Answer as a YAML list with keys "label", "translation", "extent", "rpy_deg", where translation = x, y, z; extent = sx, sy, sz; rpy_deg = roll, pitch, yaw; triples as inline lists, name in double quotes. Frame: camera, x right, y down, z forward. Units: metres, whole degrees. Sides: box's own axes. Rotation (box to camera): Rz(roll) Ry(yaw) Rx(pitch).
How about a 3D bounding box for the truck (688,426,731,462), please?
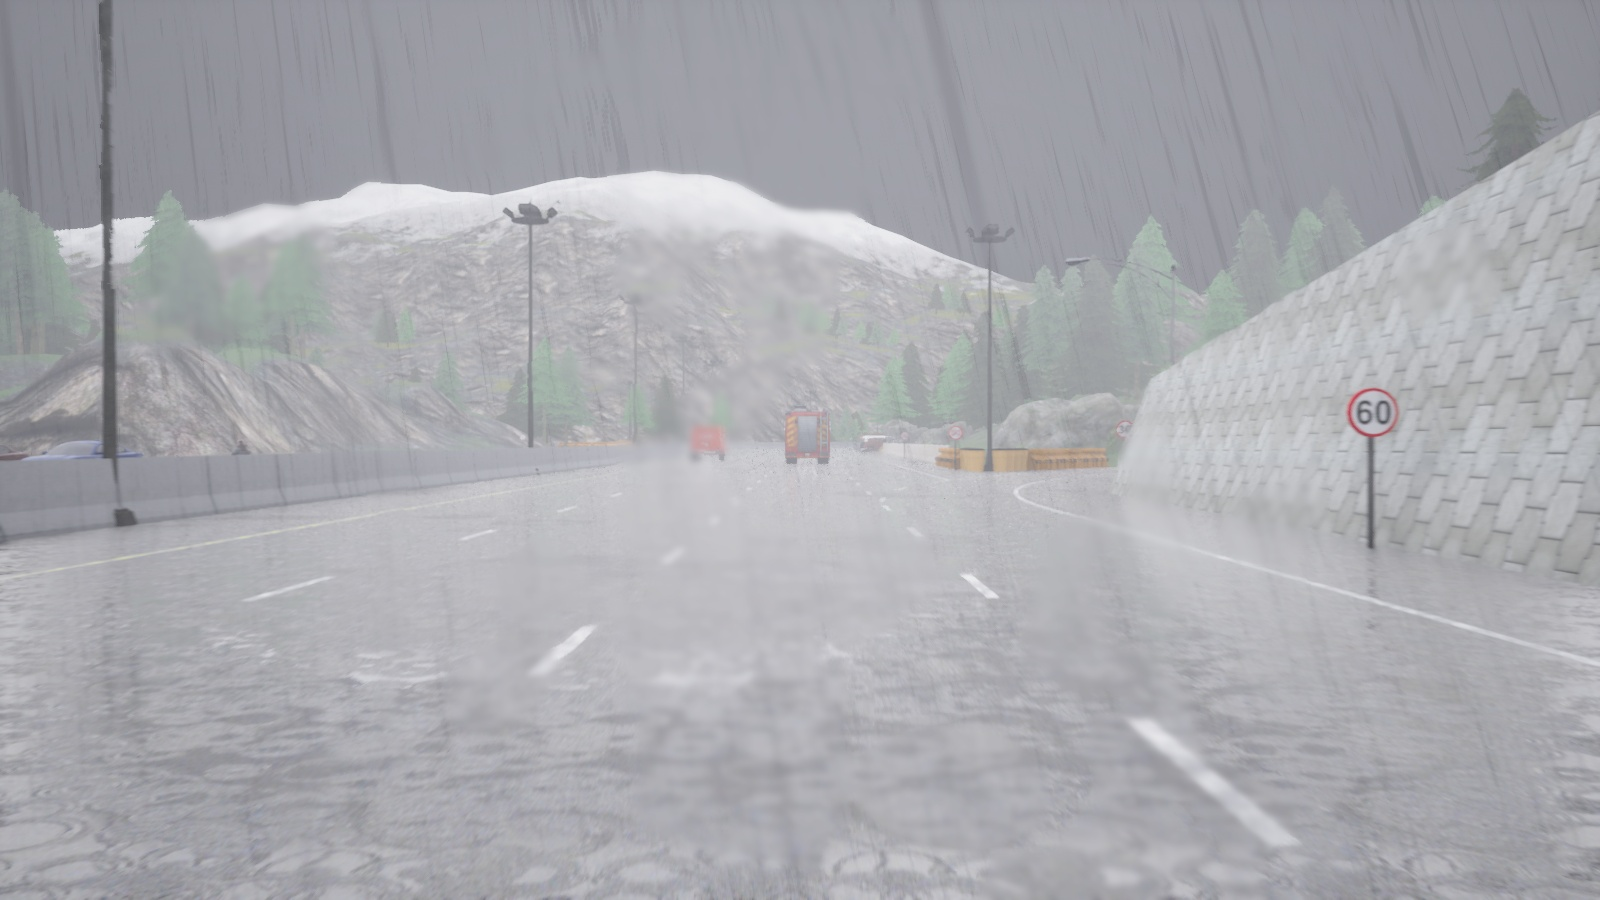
- label: "truck"
  translation: [-6.475, -0.416, 90.405]
  extent: [2.627, 2.467, 5.204]
  rpy_deg: [0, 0, 0]

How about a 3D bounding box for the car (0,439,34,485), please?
- label: "car"
  translation: [-27.752, 0.397, 41.408]
  extent: [1.882, 1.535, 5.008]
  rpy_deg: [0, 0, 0]

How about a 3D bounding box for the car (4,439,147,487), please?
- label: "car"
  translation: [-24.247, 0.394, 42.274]
  extent: [1.882, 1.535, 5.008]
  rpy_deg: [0, 0, 0]

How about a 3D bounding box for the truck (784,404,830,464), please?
- label: "truck"
  translation: [0.487, -1.032, 83.428]
  extent: [2.891, 3.827, 8.468]
  rpy_deg: [0, 0, 0]
